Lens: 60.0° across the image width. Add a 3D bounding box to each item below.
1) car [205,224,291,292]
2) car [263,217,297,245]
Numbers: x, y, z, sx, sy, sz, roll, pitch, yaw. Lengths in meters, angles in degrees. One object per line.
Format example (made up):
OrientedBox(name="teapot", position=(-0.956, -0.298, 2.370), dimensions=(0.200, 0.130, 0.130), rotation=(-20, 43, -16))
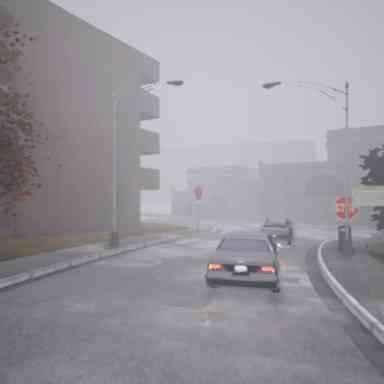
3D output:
OrientedBox(name="car", position=(1.668, 1.887, 9.974), dimensions=(2.033, 1.411, 5.357), rotation=(0, -2, 13))
OrientedBox(name="car", position=(5.366, 2.319, 20.599), dimensions=(2.128, 1.511, 4.902), rotation=(0, -2, 21))
